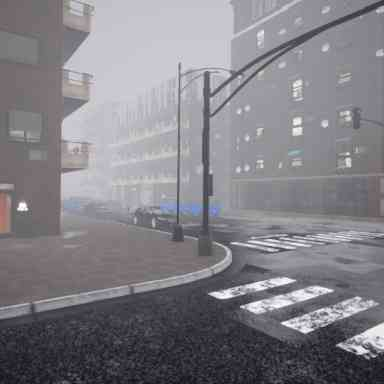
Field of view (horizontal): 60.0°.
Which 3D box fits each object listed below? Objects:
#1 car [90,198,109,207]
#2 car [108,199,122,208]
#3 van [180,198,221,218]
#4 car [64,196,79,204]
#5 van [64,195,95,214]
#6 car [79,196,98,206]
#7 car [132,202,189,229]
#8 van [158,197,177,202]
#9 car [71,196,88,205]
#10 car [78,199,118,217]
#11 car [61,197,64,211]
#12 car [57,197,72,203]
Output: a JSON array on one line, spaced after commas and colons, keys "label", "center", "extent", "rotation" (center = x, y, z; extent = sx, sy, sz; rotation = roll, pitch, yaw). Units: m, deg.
[{"label": "car", "center": [-14.975, 1.730, 53.708], "extent": [1.802, 1.307, 4.206], "rotation": [1, -1, -35]}, {"label": "car", "center": [-11.799, 1.683, 49.103], "extent": [1.887, 1.381, 4.507], "rotation": [1, -1, -35]}, {"label": "van", "center": [0.906, 1.439, 30.683], "extent": [1.690, 1.788, 3.998], "rotation": [1, -1, -35]}, {"label": "car", "center": [-24.502, 1.614, 67.525], "extent": [1.967, 1.590, 4.097], "rotation": [1, -1, -35]}, {"label": "van", "center": [-11.933, 1.361, 35.420], "extent": [1.690, 1.788, 3.998], "rotation": [1, -1, -35]}, {"label": "car", "center": [-18.150, 1.597, 58.314], "extent": [1.967, 1.590, 4.097], "rotation": [1, -1, -35]}, {"label": "car", "center": [-2.406, 1.539, 21.603], "extent": [2.008, 1.369, 4.403], "rotation": [1, -1, -35]}, {"label": "van", "center": [-2.270, 1.450, 35.288], "extent": [1.690, 1.788, 3.998], "rotation": [1, -1, -35]}, {"label": "car", "center": [-21.326, 1.606, 62.920], "extent": [1.967, 1.590, 4.097], "rotation": [1, -1, -35]}, {"label": "car", "center": [-8.759, 1.592, 30.813], "extent": [1.802, 1.307, 4.206], "rotation": [1, -1, -35]}, {"label": "car", "center": [-15.110, 1.581, 40.024], "extent": [2.008, 1.369, 4.403], "rotation": [1, -1, -35]}, {"label": "car", "center": [-27.679, 1.727, 72.130], "extent": [1.887, 1.381, 4.507], "rotation": [1, -1, -35]}]
